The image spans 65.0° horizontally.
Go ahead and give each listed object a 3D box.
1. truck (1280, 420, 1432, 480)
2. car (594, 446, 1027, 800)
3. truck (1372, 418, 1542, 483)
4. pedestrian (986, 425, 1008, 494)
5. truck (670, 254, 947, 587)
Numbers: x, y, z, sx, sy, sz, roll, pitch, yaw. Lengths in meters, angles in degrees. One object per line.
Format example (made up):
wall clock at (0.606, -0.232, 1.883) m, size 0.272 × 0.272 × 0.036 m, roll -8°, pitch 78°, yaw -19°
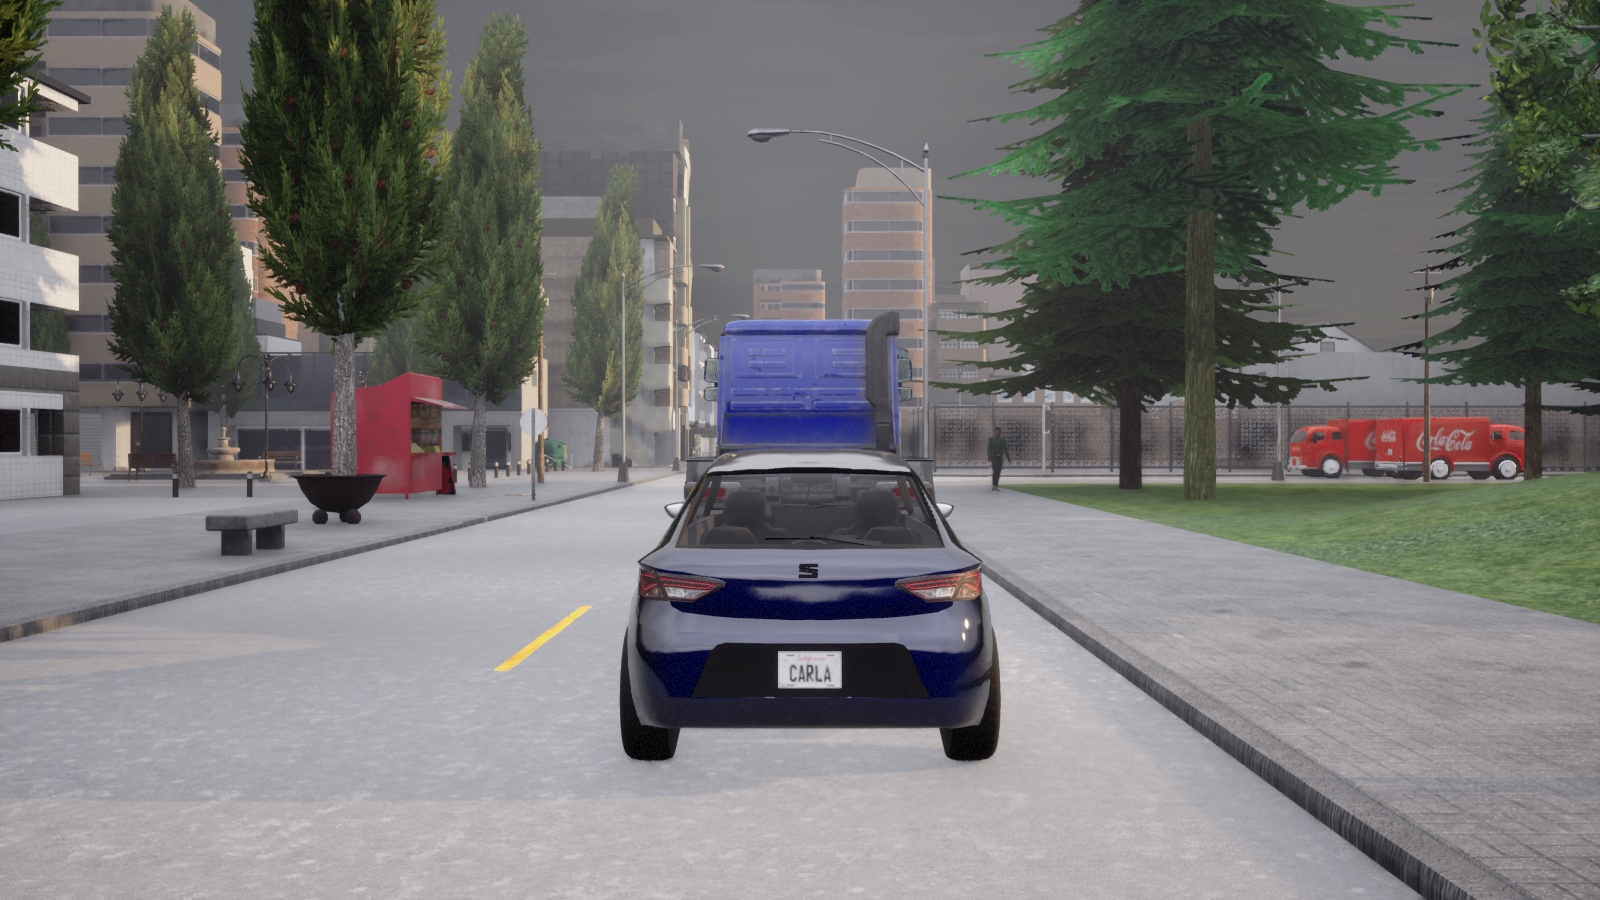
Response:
truck at (23.281, -0.019, 52.748) m, size 5.204 × 2.467 × 2.627 m, roll 0°, pitch 0°, yaw 0°
car at (0.054, 0.719, 7.360) m, size 1.816 × 1.474 × 4.193 m, roll 0°, pitch 0°, yaw 0°
truck at (25.410, 0.005, 48.739) m, size 5.204 × 2.467 × 2.627 m, roll 0°, pitch 0°, yaw 0°
pedestrian at (5.588, 0.259, 35.639) m, size 0.423 × 1.949 × 0.788 m, roll 0°, pitch 0°, yaw -8°
truck at (0.111, -0.332, 17.048) m, size 2.891 × 3.462 × 7.936 m, roll 0°, pitch 0°, yaw 0°
